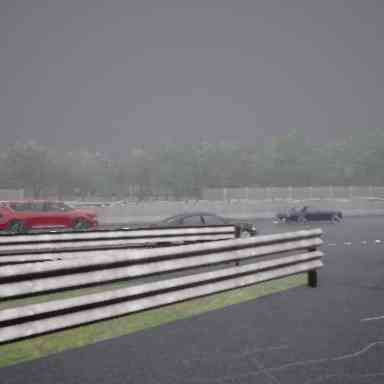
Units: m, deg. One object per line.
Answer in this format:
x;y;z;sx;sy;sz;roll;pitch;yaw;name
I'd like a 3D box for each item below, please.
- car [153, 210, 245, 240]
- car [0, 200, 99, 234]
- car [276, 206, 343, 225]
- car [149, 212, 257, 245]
0.360;1.765;18.581;4.718;1.301;1.895;-1;0;-17;car
-8.390;1.474;19.578;5.566;2.045;2.150;-1;0;-17;car
8.805;1.696;24.810;4.718;1.301;1.895;-1;0;-17;car
0.503;1.633;14.967;5.008;1.535;1.882;-1;0;-17;car
